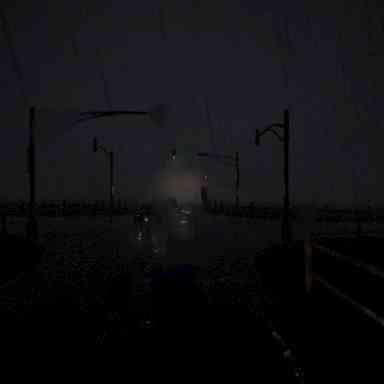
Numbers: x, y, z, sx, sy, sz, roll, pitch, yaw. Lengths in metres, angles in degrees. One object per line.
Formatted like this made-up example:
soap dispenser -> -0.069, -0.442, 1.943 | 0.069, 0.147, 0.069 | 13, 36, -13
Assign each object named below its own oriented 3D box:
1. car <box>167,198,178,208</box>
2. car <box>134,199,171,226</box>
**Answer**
car -> -3.112, 1.635, 49.886 | 1.812, 1.442, 4.674 | 0, 0, 0
car -> -2.946, 1.522, 23.842 | 2.128, 1.511, 4.902 | 1, 0, -1
